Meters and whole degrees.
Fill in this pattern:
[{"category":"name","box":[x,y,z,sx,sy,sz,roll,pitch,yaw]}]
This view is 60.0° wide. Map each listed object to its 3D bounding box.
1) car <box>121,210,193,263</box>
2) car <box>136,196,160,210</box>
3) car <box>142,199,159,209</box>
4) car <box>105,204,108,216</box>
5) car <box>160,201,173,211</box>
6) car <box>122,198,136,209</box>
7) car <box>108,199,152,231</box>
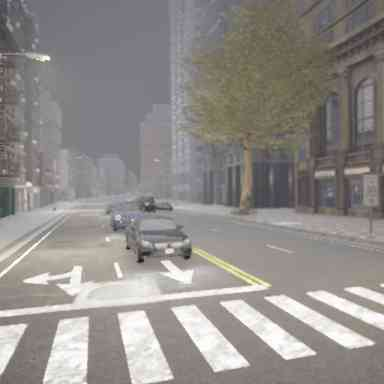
[{"category":"car","box":[-1.429,1.635,12.737,1.812,1.442,4.674,-1,0,-18]},{"category":"car","box":[-5.691,1.522,39.177,2.150,2.045,5.566,-1,0,-17]},{"category":"car","box":[-6.670,1.923,53.535,1.994,1.385,4.181,-1,0,-17]},{"category":"car","box":[-8.911,1.881,38.016,2.033,1.411,5.357,-1,0,-16]},{"category":"car","box":[-3.786,1.861,43.949,1.994,1.385,4.181,-1,0,-16]},{"category":"car","box":[-10.565,1.885,55.557,1.882,1.535,5.008,-1,0,-16]},{"category":"car","box":[-4.261,1.555,22.267,2.097,1.767,4.553,-1,0,-16]}]
